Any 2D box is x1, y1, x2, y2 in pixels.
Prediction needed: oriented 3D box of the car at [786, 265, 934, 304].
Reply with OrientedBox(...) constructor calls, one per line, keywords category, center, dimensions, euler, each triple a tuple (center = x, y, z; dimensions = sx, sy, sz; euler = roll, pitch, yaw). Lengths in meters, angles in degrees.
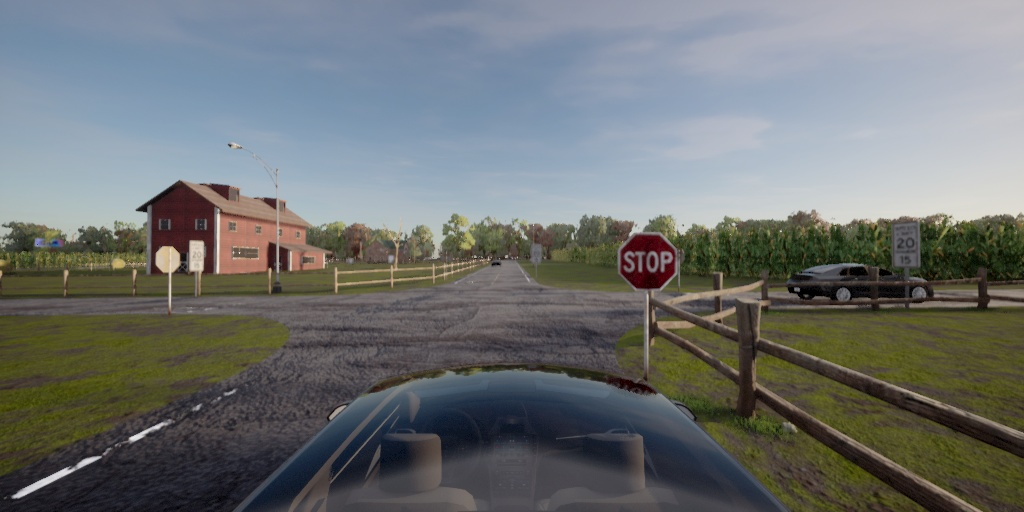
OrientedBox(category="car", center=(13.885, 1.087, 14.432), dimensions=(4.892, 1.490, 1.837), euler=(-1, -1, 0))
